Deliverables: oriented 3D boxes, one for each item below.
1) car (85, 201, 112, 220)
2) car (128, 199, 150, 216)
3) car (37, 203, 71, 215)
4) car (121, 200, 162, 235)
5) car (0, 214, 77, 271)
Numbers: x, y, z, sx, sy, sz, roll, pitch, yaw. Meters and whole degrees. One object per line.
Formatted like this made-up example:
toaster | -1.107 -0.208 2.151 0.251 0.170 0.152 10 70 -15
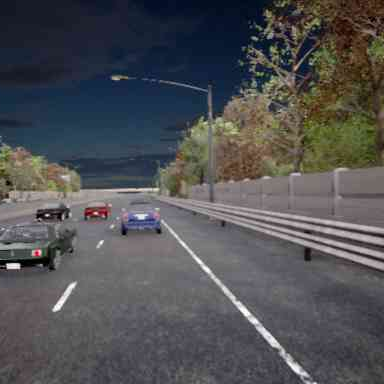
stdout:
car | -8.150 1.551 29.113 1.882 1.535 5.008 -1 0 -10
car | -5.524 1.542 34.384 2.033 1.411 5.357 -1 0 -9
car | -11.506 1.634 27.959 1.882 1.535 5.008 -1 0 -10
car | -2.949 1.339 19.218 2.097 1.767 4.553 -1 0 -9
car | -5.078 1.672 10.969 1.895 1.301 4.718 -1 0 -10
